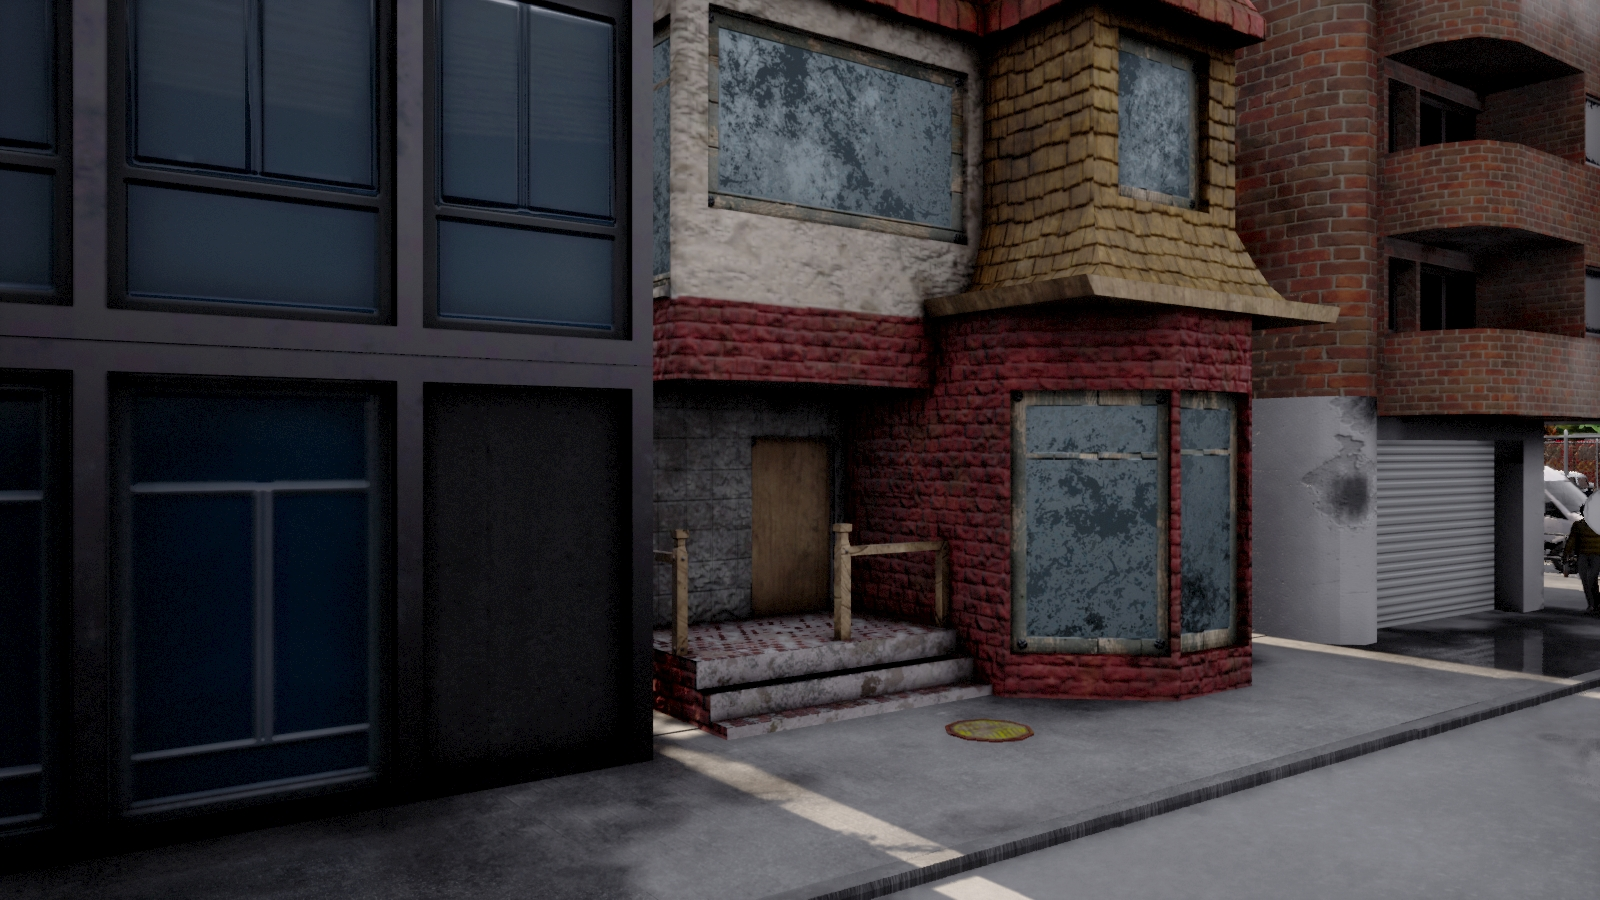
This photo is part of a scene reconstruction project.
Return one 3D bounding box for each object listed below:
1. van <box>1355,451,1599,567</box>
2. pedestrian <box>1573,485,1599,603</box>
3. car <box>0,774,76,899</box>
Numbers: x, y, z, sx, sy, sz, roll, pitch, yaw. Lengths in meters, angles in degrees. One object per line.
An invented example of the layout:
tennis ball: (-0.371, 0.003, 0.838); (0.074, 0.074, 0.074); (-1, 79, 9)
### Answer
van: (16.886, 1.304, 27.721); (1.988, 2.561, 5.915); (0, 0, -35)
pedestrian: (12.808, 1.507, 18.496); (0.375, 1.860, 0.375); (0, 0, -36)
car: (-3.402, 1.817, 1.948); (3.633, 1.501, 1.845); (0, 0, -35)
